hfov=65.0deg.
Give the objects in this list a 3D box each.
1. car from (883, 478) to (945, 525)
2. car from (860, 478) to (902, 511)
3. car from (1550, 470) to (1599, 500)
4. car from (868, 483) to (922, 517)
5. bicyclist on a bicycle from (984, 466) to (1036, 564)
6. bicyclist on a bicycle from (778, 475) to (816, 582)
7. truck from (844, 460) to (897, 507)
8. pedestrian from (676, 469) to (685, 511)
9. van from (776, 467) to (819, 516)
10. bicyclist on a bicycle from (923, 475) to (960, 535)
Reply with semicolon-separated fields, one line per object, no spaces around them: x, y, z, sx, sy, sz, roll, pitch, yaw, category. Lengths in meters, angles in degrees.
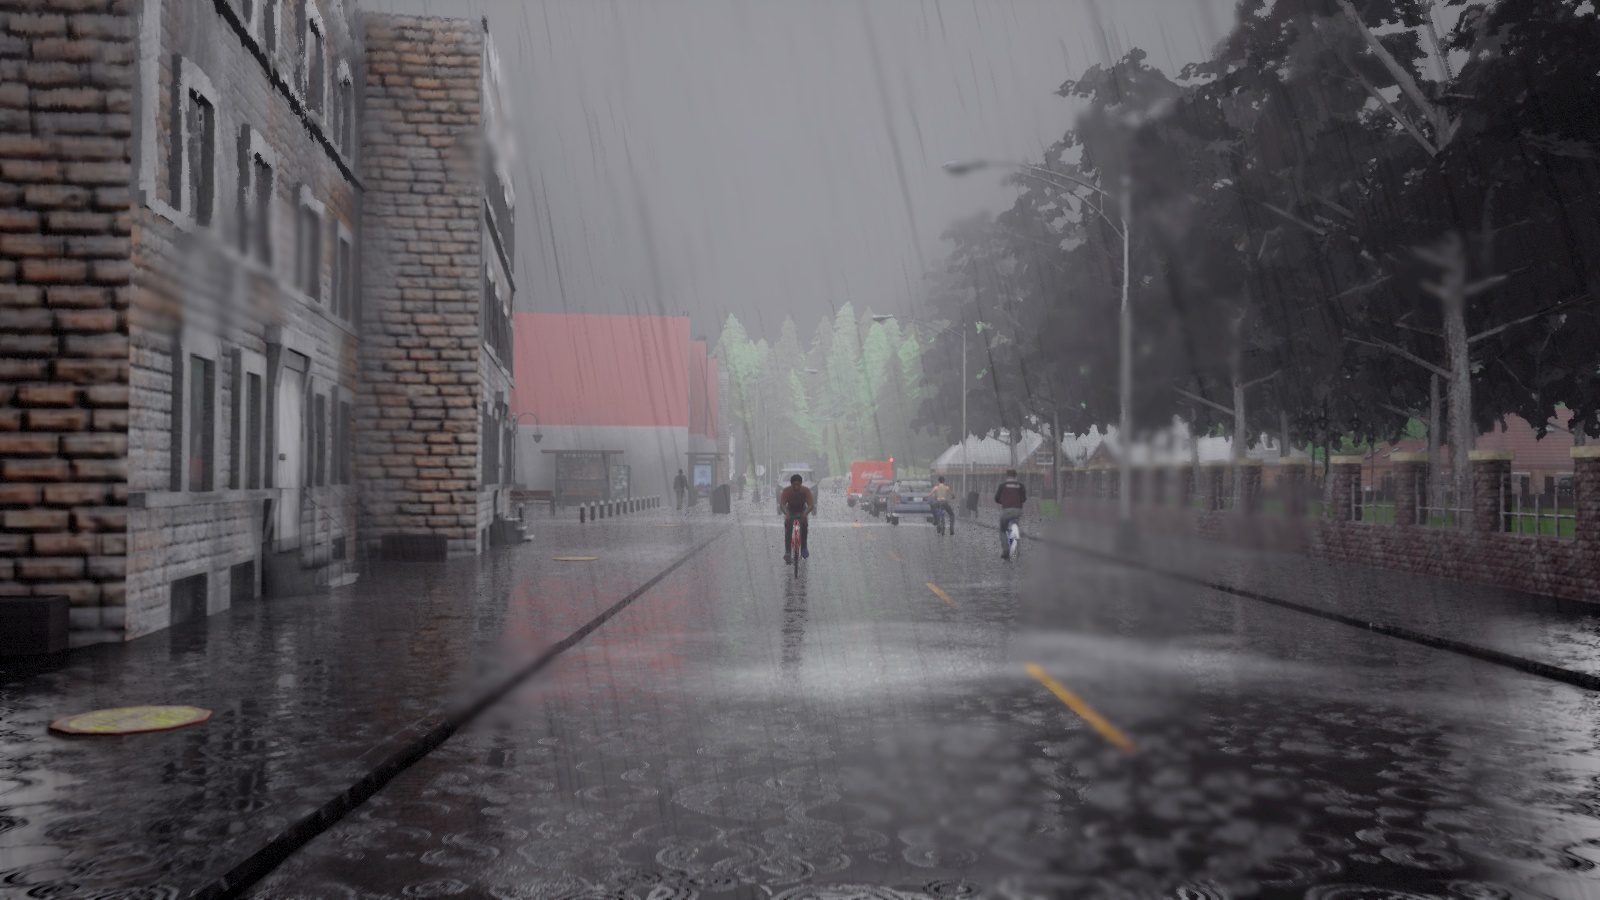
3.898;1.741;43.360;1.789;1.549;3.705;0;-1;0;car
3.880;2.119;60.714;1.789;1.549;3.705;0;-1;0;car
49.118;2.159;78.186;1.932;1.855;4.605;0;-1;-2;car
3.889;2.054;52.190;1.895;1.301;4.718;0;-1;0;car
3.940;1.198;23.683;0.659;1.776;1.843;0;-1;0;bicyclist on a bicycle
-0.050;1.215;19.990;0.582;1.620;1.656;0;-1;0;bicyclist on a bicycle
3.868;1.846;69.481;2.627;2.467;5.204;0;-1;0;truck
-5.297;1.776;55.644;0.431;1.840;0.703;0;-1;-6;pedestrian
-0.114;1.755;53.685;1.775;1.987;4.442;0;-1;0;van
3.908;1.508;34.811;0.866;1.612;1.509;0;-1;0;bicyclist on a bicycle
